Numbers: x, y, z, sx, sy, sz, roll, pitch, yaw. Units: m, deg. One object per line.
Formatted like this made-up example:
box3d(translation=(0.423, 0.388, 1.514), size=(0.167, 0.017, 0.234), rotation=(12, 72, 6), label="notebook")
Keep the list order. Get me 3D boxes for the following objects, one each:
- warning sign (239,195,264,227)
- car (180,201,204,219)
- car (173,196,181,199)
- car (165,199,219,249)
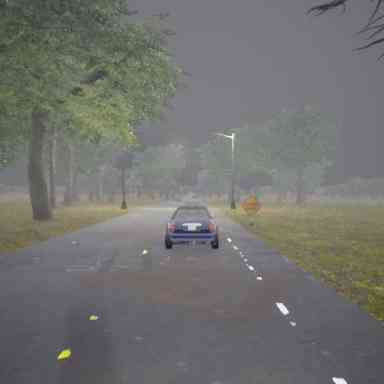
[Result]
box3d(translation=(3.564, 1.120, 20.007), size=(1.300, 1.860, 1.060), rotation=(1, 1, 0), label="warning sign")
box3d(translation=(0.000, 1.587, 29.654), size=(1.994, 1.385, 4.181), rotation=(0, 0, 0), label="car")
box3d(translation=(-3.500, 1.669, 76.688), size=(1.895, 1.301, 4.718), rotation=(0, 0, 0), label="car")
box3d(translation=(0.000, 1.368, 14.622), size=(2.097, 1.767, 4.553), rotation=(0, 0, 0), label="car")
